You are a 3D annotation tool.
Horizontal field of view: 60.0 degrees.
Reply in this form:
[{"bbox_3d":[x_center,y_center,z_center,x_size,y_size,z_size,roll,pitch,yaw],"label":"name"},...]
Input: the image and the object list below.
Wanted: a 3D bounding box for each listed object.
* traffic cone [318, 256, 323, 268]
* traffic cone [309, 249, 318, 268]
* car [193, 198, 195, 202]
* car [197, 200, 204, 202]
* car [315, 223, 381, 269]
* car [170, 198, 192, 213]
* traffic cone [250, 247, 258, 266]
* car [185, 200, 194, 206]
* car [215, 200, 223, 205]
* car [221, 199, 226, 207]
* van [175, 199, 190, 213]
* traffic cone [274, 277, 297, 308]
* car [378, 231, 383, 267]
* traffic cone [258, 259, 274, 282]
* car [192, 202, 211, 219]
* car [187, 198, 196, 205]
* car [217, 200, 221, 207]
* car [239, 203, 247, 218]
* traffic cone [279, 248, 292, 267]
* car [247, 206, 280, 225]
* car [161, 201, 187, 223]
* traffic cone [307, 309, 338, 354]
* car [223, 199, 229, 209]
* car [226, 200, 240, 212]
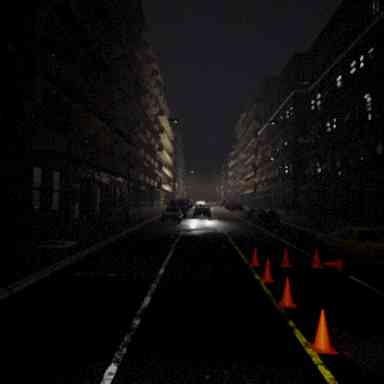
[{"bbox_3d":[4.420,2.291,10.553,0.580,0.340,0.340,1,-1,1],"label":"traffic cone"},{"bbox_3d":[4.090,2.170,10.945,0.340,0.580,0.340,1,-1,1],"label":"traffic cone"},{"bbox_3d":[-0.875,2.065,61.779,2.192,1.841,5.009,3,-1,1],"label":"car"},{"bbox_3d":[1.964,2.531,75.285,1.812,1.442,4.674,1,-1,1],"label":"car"},{"bbox_3d":[5.876,1.792,11.948,1.752,1.417,4.829,3,-1,1],"label":"car"},{"bbox_3d":[-1.495,1.684,34.137,2.192,1.841,5.009,3,-1,1],"label":"car"},{"bbox_3d":[2.092,2.126,10.990,0.340,0.580,0.340,1,-1,1],"label":"traffic cone"},{"bbox_3d":[-0.515,2.561,78.362,1.947,1.339,4.313,3,-1,1],"label":"car"},{"bbox_3d":[7.697,3.013,94.712,1.802,1.307,4.206,2,-1,1],"label":"car"},{"bbox_3d":[7.002,2.363,61.538,1.967,1.590,4.097,3,-1,1],"label":"car"},{"bbox_3d":[-1.248,1.856,45.192,1.690,1.788,3.998,3,-1,1],"label":"van"},{"bbox_3d":[2.002,2.079,6.992,0.340,0.580,0.340,1,-1,1],"label":"traffic cone"},{"bbox_3d":[5.747,1.744,6.247,1.887,1.381,4.507,3,-1,1],"label":"car"},{"bbox_3d":[2.047,2.102,8.991,0.340,0.580,0.340,1,-1,1],"label":"traffic cone"},{"bbox_3d":[1.053,2.034,34.727,1.895,1.301,4.718,1,-1,1],"label":"car"},{"bbox_3d":[-0.133,2.574,94.949,2.192,1.841,5.009,3,-1,1],"label":"car"},{"bbox_3d":[7.213,2.400,72.598,2.192,1.841,5.009,3,-1,1],"label":"car"},{"bbox_3d":[6.368,2.093,33.892,2.008,1.369,4.403,3,-1,1],"label":"car"},{"bbox_3d":[3.091,2.148,10.968,0.340,0.580,0.340,1,-1,1],"label":"traffic cone"},{"bbox_3d":[6.244,2.016,28.362,1.887,1.381,4.507,3,-1,1],"label":"car"},{"bbox_3d":[-1.633,1.821,28.435,1.752,1.417,4.829,3,-1,1],"label":"car"},{"bbox_3d":[1.957,2.055,4.992,0.340,0.580,0.340,1,-1,1],"label":"traffic cone"},{"bbox_3d":[6.865,2.388,56.007,1.887,1.381,4.507,3,-1,1],"label":"car"},{"bbox_3d":[6.741,2.310,50.479,1.887,1.381,4.507,3,-1,1],"label":"car"}]
